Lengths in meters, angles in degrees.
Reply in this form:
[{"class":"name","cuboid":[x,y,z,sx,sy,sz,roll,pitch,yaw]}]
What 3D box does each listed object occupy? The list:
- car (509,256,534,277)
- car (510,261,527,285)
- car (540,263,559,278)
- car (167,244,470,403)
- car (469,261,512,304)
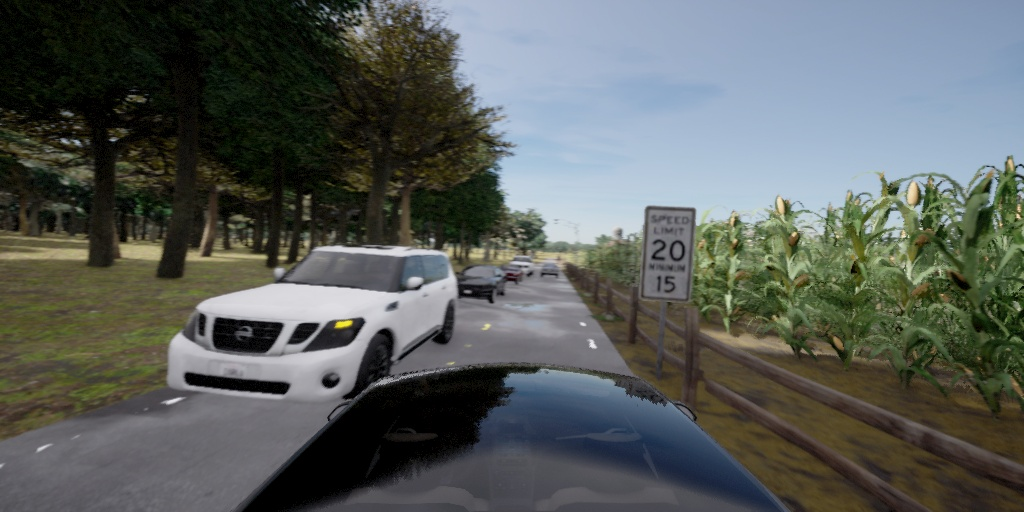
[{"class":"car","cuboid":[1.001,0.997,37.141,2.150,2.045,5.566,3,0,9]},{"class":"car","cuboid":[-0.263,1.311,26.512,1.895,1.301,4.718,3,0,7]},{"class":"car","cuboid":[3.939,1.499,37.491,2.033,1.411,5.357,3,0,7]},{"class":"car","cuboid":[-2.513,0.814,6.358,2.150,2.045,5.566,3,0,6]},{"class":"car","cuboid":[-1.415,1.127,16.338,1.882,1.535,5.008,3,0,7]}]
